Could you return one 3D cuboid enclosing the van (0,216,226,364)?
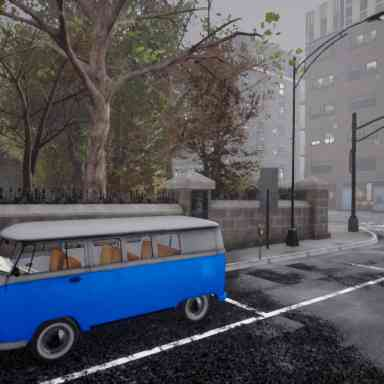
[{"bbox_3d":[-1.276,1.342,5.581,3.998,1.788,1.690,0,1,-35],"label":"van"}]
